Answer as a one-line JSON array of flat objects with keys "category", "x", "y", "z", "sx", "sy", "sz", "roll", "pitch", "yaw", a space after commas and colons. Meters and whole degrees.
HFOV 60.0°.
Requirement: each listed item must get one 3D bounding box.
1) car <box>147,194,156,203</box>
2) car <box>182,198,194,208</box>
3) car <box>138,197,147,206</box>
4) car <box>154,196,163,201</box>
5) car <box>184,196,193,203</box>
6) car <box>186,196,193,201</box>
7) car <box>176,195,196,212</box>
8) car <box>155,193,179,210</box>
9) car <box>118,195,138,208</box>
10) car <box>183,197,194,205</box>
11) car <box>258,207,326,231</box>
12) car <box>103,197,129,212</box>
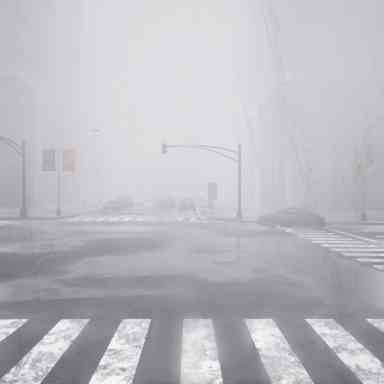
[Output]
[{"category": "car", "x": -9.227, "y": 1.668, "z": 71.546, "sx": 1.802, "sy": 1.307, "sz": 4.206, "roll": 0, "pitch": 0, "yaw": 0}, {"category": "car", "x": -0.597, "y": 1.614, "z": 49.878, "sx": 1.802, "sy": 1.307, "sz": 4.206, "roll": 0, "pitch": 0, "yaw": 0}, {"category": "car", "x": -9.147, "y": 1.570, "z": 55.098, "sx": 1.752, "sy": 1.417, "sz": 4.829, "roll": 0, "pitch": 0, "yaw": 0}, {"category": "car", "x": -9.332, "y": 1.695, "z": 93.249, "sx": 1.887, "sy": 1.381, "sz": 4.507, "roll": 0, "pitch": 0, "yaw": 0}, {"category": "car", "x": -0.703, "y": 1.612, "z": 71.748, "sx": 1.752, "sy": 1.417, "sz": 4.829, "roll": 0, "pitch": 0, "yaw": 0}, {"category": "car", "x": -0.808, "y": 1.695, "z": 93.278, "sx": 1.887, "sy": 1.381, "sz": 4.507, "roll": 0, "pitch": 0, "yaw": 0}, {"category": "car", "x": -0.545, "y": 1.448, "z": 39.029, "sx": 1.967, "sy": 1.590, "sz": 4.097, "roll": 0, "pitch": 0, "yaw": 0}, {"category": "car", "x": -3.243, "y": 1.371, "z": 44.171, "sx": 2.097, "sy": 1.767, "sz": 4.553, "roll": 0, "pitch": 0, "yaw": 0}, {"category": "car", "x": -9.097, "y": 1.335, "z": 44.417, "sx": 2.192, "sy": 1.841, "sz": 5.009, "roll": 0, "pitch": 0, "yaw": 0}, {"category": "car", "x": -0.650, "y": 1.603, "z": 60.728, "sx": 1.887, "sy": 1.381, "sz": 4.507, "roll": 0, "pitch": 0, "yaw": 0}, {"category": "car", "x": 6.379, "y": 1.675, "z": 21.470, "sx": 4.181, "sy": 1.385, "sz": 1.994, "roll": 1, "pitch": 0, "yaw": 8}, {"category": "car", "x": -9.070, "y": 1.574, "z": 38.990, "sx": 1.947, "sy": 1.339, "sz": 4.313, "roll": 0, "pitch": 0, "yaw": 0}]
